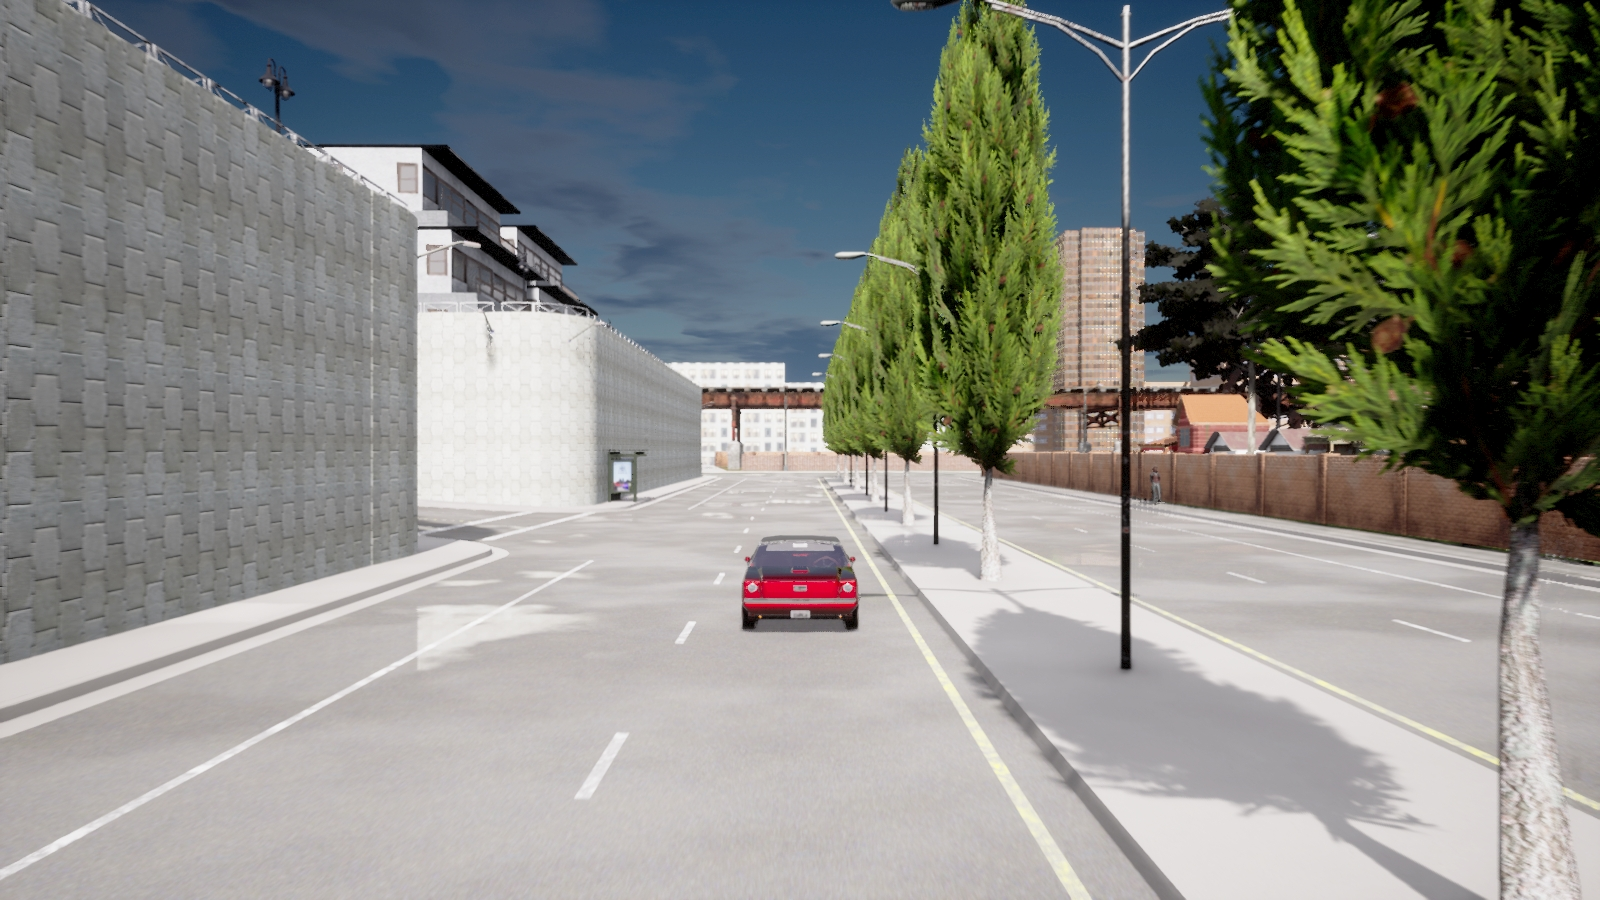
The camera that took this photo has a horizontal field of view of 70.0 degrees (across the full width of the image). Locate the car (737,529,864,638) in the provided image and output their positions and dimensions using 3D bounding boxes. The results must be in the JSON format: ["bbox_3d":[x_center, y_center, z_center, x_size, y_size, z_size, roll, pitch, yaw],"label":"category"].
[{"bbox_3d":[0.002,2.155,19.428,1.895,1.301,4.718,0,0,0],"label":"car"}]

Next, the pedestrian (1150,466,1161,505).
[{"bbox_3d":[17.150,1.698,55.125,0.375,1.860,0.375,0,0,1],"label":"pedestrian"}]
